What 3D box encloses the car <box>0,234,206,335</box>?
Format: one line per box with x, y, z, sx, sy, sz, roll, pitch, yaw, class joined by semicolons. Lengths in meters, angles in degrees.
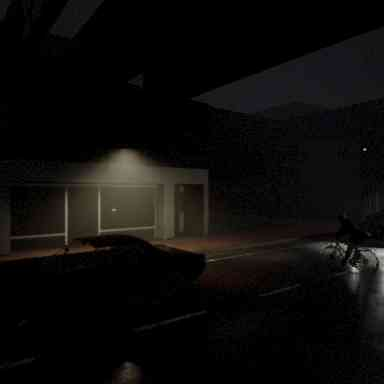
-2.078;1.601;6.836;4.718;1.301;1.895;0;0;-37;car

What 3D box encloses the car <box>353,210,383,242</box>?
9.272;1.525;15.309;4.674;1.442;1.812;0;0;-37;car

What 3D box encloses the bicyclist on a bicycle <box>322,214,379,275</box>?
4.420;1.455;9.431;0.582;1.620;1.656;0;-2;-37;bicyclist on a bicycle
